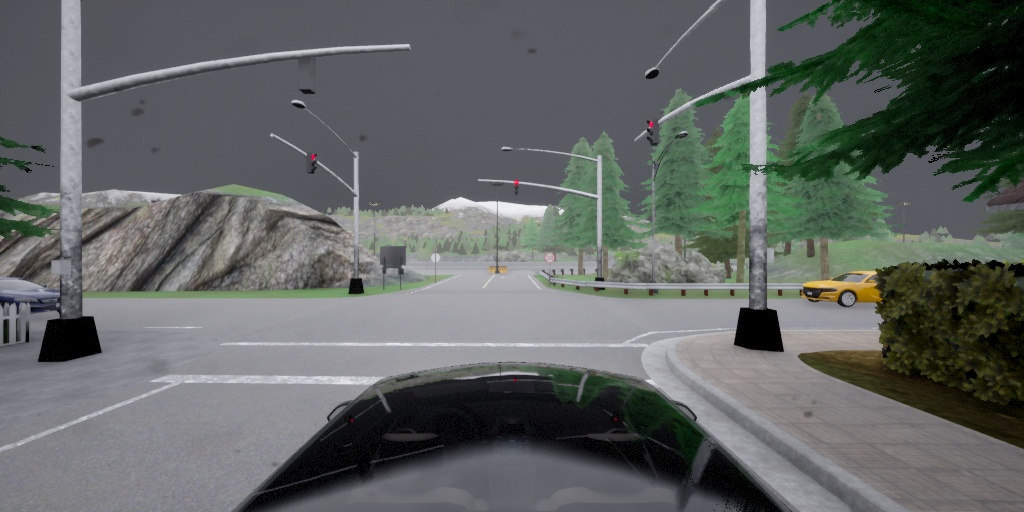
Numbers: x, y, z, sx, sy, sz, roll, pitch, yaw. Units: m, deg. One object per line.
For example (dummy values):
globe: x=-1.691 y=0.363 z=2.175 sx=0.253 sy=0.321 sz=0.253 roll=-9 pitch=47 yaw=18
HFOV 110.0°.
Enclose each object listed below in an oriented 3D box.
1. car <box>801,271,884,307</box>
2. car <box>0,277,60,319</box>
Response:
car: x=15.954 y=1.419 z=16.193 sx=5.008 sy=1.535 sz=1.882 roll=0 pitch=0 yaw=0
car: x=-18.279 y=1.467 z=12.677 sx=4.674 sy=1.442 sz=1.812 roll=0 pitch=0 yaw=0
